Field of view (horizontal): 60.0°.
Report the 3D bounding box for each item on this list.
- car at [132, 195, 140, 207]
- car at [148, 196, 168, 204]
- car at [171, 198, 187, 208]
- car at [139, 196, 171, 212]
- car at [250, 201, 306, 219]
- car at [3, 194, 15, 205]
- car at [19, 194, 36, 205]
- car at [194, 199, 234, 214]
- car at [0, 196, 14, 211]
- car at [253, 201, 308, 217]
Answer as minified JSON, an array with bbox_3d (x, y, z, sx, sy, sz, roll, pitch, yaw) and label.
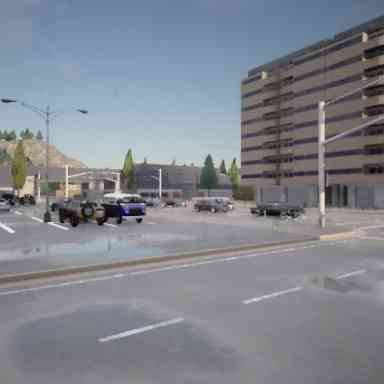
[{"bbox_3d":[-9.413,1.627,66.467,2.128,1.511,4.902,0,0,-35],"label":"car"},{"bbox_3d":[-7.102,1.636,69.257,2.128,1.511,4.902,0,0,-35],"label":"car"},{"bbox_3d":[-2.618,1.617,50.553,2.128,1.511,4.902,0,0,-35],"label":"car"},{"bbox_3d":[-5.416,1.643,48.447,1.812,1.442,4.674,0,0,-35],"label":"car"},{"bbox_3d":[7.563,1.717,30.157,1.895,1.301,4.718,0,0,-35],"label":"car"},{"bbox_3d":[-29.789,1.231,53.635,1.905,1.878,3.866,0,0,-35],"label":"car"},{"bbox_3d":[-27.393,1.236,55.259,1.932,1.855,4.605,0,0,-35],"label":"car"},{"bbox_3d":[2.166,1.621,37.752,1.837,1.490,4.892,0,0,-35],"label":"car"},{"bbox_3d":[-21.930,1.463,37.802,1.970,1.475,3.806,0,0,-35],"label":"car"},{"bbox_3d":[8.968,1.672,34.221,2.033,1.411,5.357,0,0,-35],"label":"car"}]
